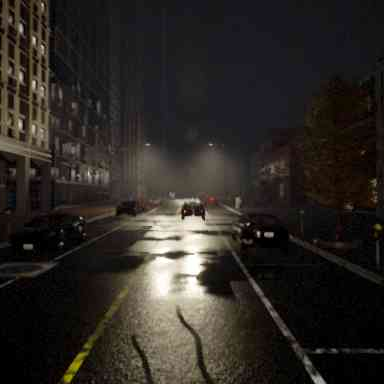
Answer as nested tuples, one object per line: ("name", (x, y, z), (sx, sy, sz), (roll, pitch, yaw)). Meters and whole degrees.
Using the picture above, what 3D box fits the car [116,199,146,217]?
("car", (-5.679, 1.469, 30.362), (1.947, 1.339, 4.313), (1, 0, 0))

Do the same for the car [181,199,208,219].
("car", (0.098, 1.513, 27.774), (1.895, 1.301, 4.718), (0, 0, 0))

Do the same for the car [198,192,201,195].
("car", (2.699, 1.325, 69.185), (1.947, 1.339, 4.313), (1, 0, 0))

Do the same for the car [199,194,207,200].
("car", (2.700, 1.241, 79.846), (1.752, 1.417, 4.829), (1, 0, 0))

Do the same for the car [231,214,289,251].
("car", (2.701, 1.525, 13.728), (1.947, 1.339, 4.313), (1, 0, 0))

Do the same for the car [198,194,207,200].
("car", (2.700, 1.245, 85.154), (2.008, 1.369, 4.403), (1, 0, 0))

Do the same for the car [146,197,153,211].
("car", (-5.680, 1.467, 35.908), (1.802, 1.307, 4.206), (1, 0, 0))

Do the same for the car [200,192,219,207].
("car", (2.704, 1.161, 47.002), (2.192, 1.841, 5.009), (1, 0, 0))

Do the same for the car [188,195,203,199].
("car", (0.098, 1.454, 45.095), (1.895, 1.301, 4.718), (0, 0, 0))

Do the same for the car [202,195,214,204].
("car", (2.700, 1.349, 58.096), (1.887, 1.381, 4.507), (1, 0, 0))

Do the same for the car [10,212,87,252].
("car", (-5.679, 1.524, 13.725), (1.947, 1.339, 4.313), (1, 0, 0))

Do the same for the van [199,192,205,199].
("van", (2.703, 1.012, 90.632), (1.690, 1.788, 3.998), (1, 0, 0))

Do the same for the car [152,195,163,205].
("car", (-5.678, 1.266, 52.545), (1.967, 1.590, 4.097), (1, 0, 0))
